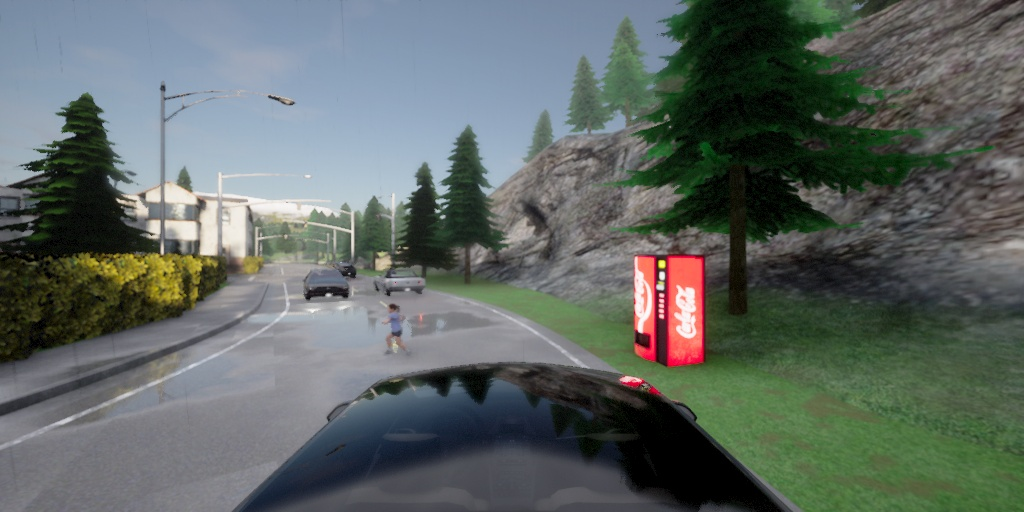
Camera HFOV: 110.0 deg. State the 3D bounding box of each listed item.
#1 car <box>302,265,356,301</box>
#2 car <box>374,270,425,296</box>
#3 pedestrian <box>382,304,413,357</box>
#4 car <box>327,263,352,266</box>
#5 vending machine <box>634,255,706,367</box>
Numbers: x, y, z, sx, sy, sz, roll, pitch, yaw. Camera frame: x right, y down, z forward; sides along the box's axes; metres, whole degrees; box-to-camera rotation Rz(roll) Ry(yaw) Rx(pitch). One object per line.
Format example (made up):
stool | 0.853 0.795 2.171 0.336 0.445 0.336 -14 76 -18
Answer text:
car | -9.503 1.362 18.212 2.033 1.411 5.357 0 0 -31
car | -6.435 1.420 20.080 1.895 1.301 4.718 0 0 -31
pedestrian | -2.305 1.445 7.154 0.500 1.100 0.500 0 0 -13
car | -16.484 1.375 33.646 4.892 1.490 1.837 -1 -1 39
vending machine | 3.009 0.962 6.937 1.100 2.100 0.880 0 0 -11
